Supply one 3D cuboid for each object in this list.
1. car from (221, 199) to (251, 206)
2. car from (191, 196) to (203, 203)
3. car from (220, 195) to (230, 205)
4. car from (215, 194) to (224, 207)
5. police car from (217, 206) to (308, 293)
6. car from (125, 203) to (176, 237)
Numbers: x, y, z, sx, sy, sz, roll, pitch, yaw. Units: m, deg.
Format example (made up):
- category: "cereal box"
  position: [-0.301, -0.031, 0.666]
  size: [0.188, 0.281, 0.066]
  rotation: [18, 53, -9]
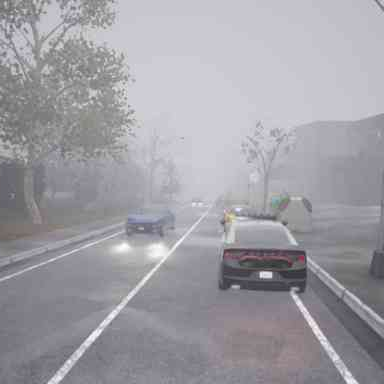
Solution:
- category: "car"
  position: [2.777, 1.403, 19.154]
  size: [1.801, 1.575, 5.366]
  rotation: [1, 0, 6]
- category: "car"
  position: [0.904, 1.323, 59.367]
  size: [1.994, 1.385, 4.181]
  rotation: [0, 0, -2]
- category: "car"
  position: [3.384, 1.275, 24.929]
  size: [2.097, 1.767, 4.553]
  rotation: [1, 0, 6]
- category: "car"
  position: [4.479, 1.159, 48.083]
  size: [2.097, 1.767, 4.553]
  rotation: [0, 0, 3]
- category: "police car"
  position: [1.719, 1.413, 9.083]
  size: [1.930, 1.638, 5.238]
  rotation: [1, 0, 6]
- category: "car"
  position: [-2.057, 1.386, 17.653]
  size: [1.882, 1.535, 5.008]
  rotation: [1, 0, 6]
